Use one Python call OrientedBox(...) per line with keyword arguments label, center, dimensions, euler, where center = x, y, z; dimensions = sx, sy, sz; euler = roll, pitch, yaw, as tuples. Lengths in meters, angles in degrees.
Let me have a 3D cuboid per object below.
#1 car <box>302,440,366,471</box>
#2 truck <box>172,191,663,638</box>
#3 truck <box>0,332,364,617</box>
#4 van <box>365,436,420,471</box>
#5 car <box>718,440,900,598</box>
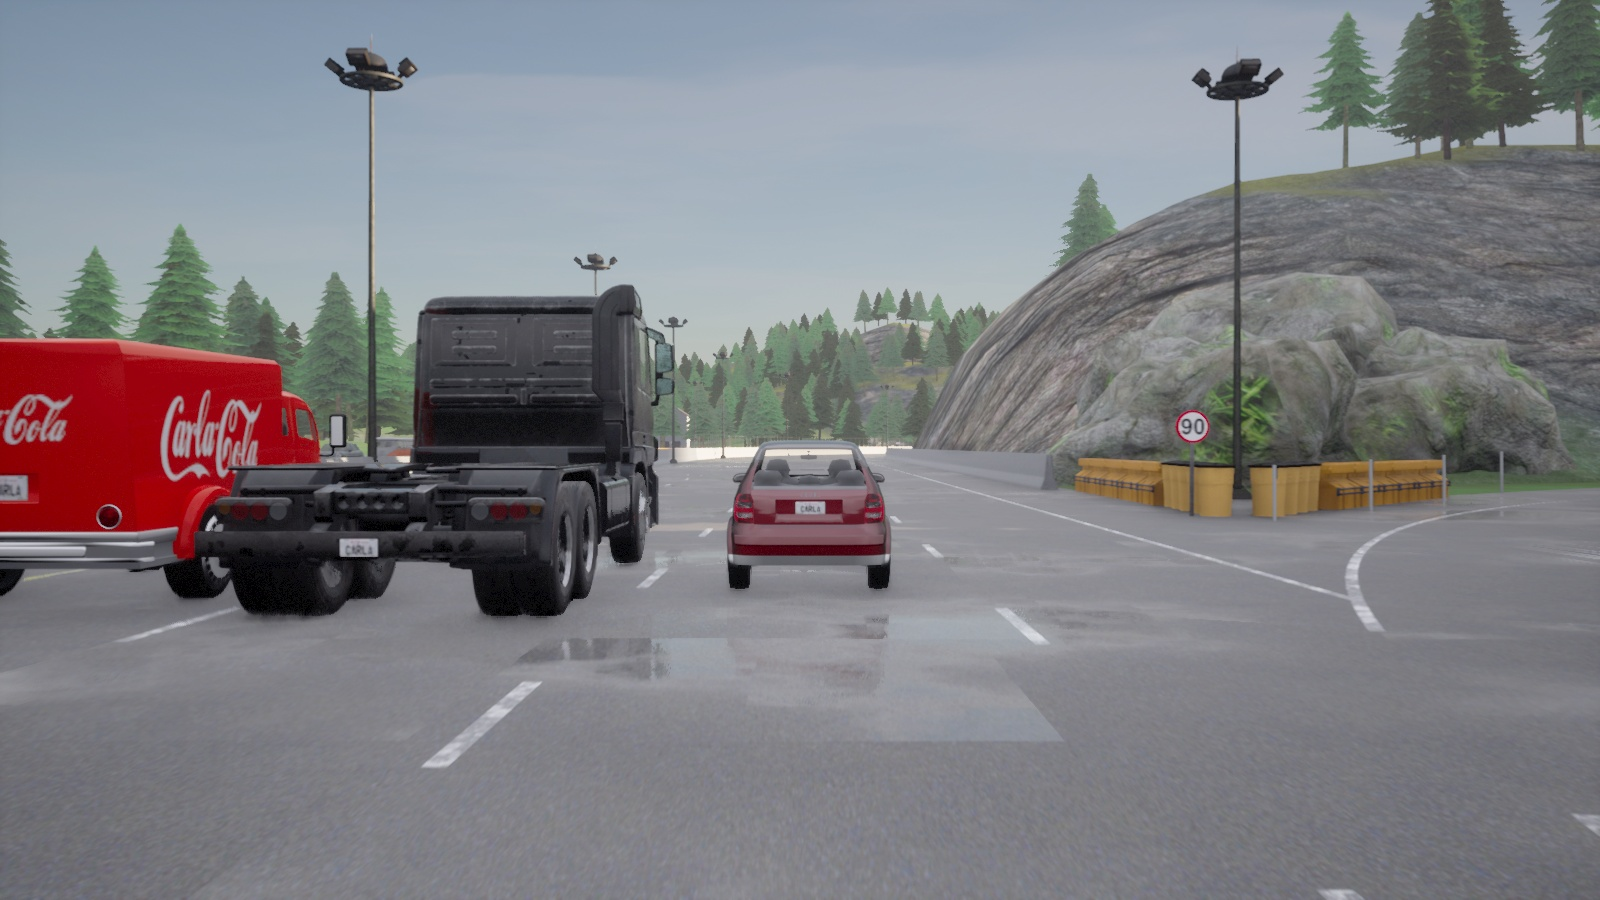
OrientedBox(label="car", center=(-27.547, 0.294, 74.411), dimensions=(2.097, 1.767, 4.553), euler=(0, 0, 0))
OrientedBox(label="truck", center=(-3.404, -0.291, 13.705), dimensions=(2.891, 3.462, 7.936), euler=(0, 0, 0))
OrientedBox(label="truck", center=(-6.905, 0.202, 13.483), dimensions=(2.627, 2.467, 5.204), euler=(0, 0, 0))
OrientedBox(label="van", center=(-24.048, 0.192, 74.298), dimensions=(1.775, 1.987, 4.442), euler=(0, 0, 0))
OrientedBox(label="car", center=(0.099, 0.670, 14.234), dimensions=(1.789, 1.549, 3.705), euler=(0, 0, 0))
